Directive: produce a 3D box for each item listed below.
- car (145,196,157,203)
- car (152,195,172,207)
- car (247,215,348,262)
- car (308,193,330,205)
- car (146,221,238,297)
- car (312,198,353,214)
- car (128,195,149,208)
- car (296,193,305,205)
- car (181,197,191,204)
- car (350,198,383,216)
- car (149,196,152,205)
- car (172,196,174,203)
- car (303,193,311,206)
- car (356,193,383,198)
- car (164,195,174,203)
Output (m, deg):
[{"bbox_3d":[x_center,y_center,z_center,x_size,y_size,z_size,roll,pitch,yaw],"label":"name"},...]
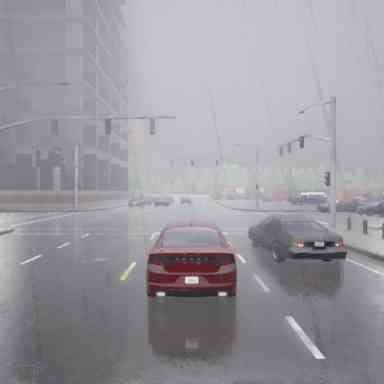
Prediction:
[{"bbox_3d":[-8.305,1.553,68.052,1.994,1.385,4.181,0,0,-1],"label":"car"},{"bbox_3d":[-4.619,1.470,51.185,1.882,1.535,5.008,0,0,-1],"label":"car"},{"bbox_3d":[3.475,1.546,12.054,2.033,1.411,5.357,0,0,-4],"label":"car"},{"bbox_3d":[24.108,1.441,61.278,3.806,1.475,1.970,0,0,-1],"label":"car"},{"bbox_3d":[-0.013,1.476,8.618,1.882,1.535,5.008,0,0,0],"label":"car"},{"bbox_3d":[16.276,1.597,35.753,5.357,1.411,2.033,0,0,-1],"label":"car"},{"bbox_3d":[-8.088,1.484,48.877,2.128,1.511,4.902,0,0,-1],"label":"car"},{"bbox_3d":[24.012,1.198,66.856,4.605,1.855,1.932,0,0,-1],"label":"car"},{"bbox_3d":[-1.146,1.591,65.211,1.895,1.301,4.718,0,0,-1],"label":"car"},{"bbox_3d":[18.381,1.576,32.257,4.674,1.442,1.812,0,0,-1],"label":"car"},{"bbox_3d":[-8.217,1.343,58.090,2.097,1.767,4.553,0,0,-1],"label":"car"},{"bbox_3d":[-4.752,1.538,61.143,2.033,1.411,5.357,0,0,0],"label":"car"},{"bbox_3d":[24.085,1.409,64.173,3.905,1.438,1.784,0,0,-1],"label":"car"},{"bbox_3d":[39.026,1.198,72.533,4.605,1.855,1.932,0,0,-1],"label":"car"},{"bbox_3d":[-4.841,1.489,71.263,1.837,1.490,4.892,0,0,-1],"label":"car"}]
